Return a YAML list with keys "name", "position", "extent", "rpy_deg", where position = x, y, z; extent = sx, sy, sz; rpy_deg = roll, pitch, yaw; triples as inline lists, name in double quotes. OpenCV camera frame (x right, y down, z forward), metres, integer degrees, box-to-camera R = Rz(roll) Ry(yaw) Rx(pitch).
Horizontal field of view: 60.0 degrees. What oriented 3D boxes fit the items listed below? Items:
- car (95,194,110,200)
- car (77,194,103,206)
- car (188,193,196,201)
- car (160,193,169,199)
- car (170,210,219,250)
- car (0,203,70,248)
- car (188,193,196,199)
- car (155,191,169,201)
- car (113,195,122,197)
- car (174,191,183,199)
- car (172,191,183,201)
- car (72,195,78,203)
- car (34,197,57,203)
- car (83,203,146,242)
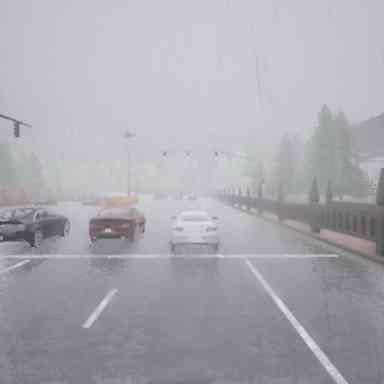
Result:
- name: "car"
  position: [-20.977, 1.162, 78.288]
  extent: [2.128, 1.511, 4.902]
  rpy_deg: [0, 0, 0]
- name: "car"
  position: [-14.065, 1.337, 47.366]
  extent: [2.033, 1.411, 5.357]
  rpy_deg: [0, 0, 0]
- name: "car"
  position: [0.022, 1.185, 74.720]
  extent: [1.812, 1.442, 4.674]
  rpy_deg: [0, 0, 0]
- name: "car"
  position: [-6.976, 1.009, 84.724]
  extent: [1.994, 1.385, 4.181]
  rpy_deg: [0, 0, 0]
- name: "car"
  position: [0.097, 1.463, 13.898]
  extent: [1.812, 1.442, 4.674]
  rpy_deg: [0, 0, 0]
- name: "car"
  position: [-6.899, 1.427, 14.380]
  extent: [2.128, 1.511, 4.902]
  rpy_deg: [0, 0, 0]
- name: "car"
  position: [0.024, 0.934, 84.722]
  extent: [1.882, 1.535, 5.008]
  rpy_deg: [0, 0, 0]
- name: "car"
  position: [-6.979, 0.887, 74.334]
  extent: [2.150, 2.045, 5.566]
  rpy_deg: [0, 0, 0]
- name: "car"
  position: [-13.994, 1.282, 63.239]
  extent: [1.994, 1.385, 4.181]
  rpy_deg: [0, 0, 0]
- name: "car"
  position: [-3.476, 0.681, 84.752]
  extent: [2.150, 2.045, 5.566]
  rpy_deg: [0, 0, 0]
- name: "car"
  position: [-3.479, 1.139, 74.304]
  extent: [1.882, 1.535, 5.008]
  rpy_deg: [0, 0, 0]
- name: "car"
  position: [-20.999, 1.220, 62.722]
  extent: [2.128, 1.511, 4.902]
  rpy_deg: [0, 0, 0]
- name: "car"
  position: [-21.059, 1.351, 47.844]
  extent: [1.994, 1.385, 4.181]
  rpy_deg: [0, 0, 0]
- name: "car"
  position: [-3.398, 1.406, 15.932]
  extent: [1.882, 1.535, 5.008]
  rpy_deg: [0, 0, 0]
